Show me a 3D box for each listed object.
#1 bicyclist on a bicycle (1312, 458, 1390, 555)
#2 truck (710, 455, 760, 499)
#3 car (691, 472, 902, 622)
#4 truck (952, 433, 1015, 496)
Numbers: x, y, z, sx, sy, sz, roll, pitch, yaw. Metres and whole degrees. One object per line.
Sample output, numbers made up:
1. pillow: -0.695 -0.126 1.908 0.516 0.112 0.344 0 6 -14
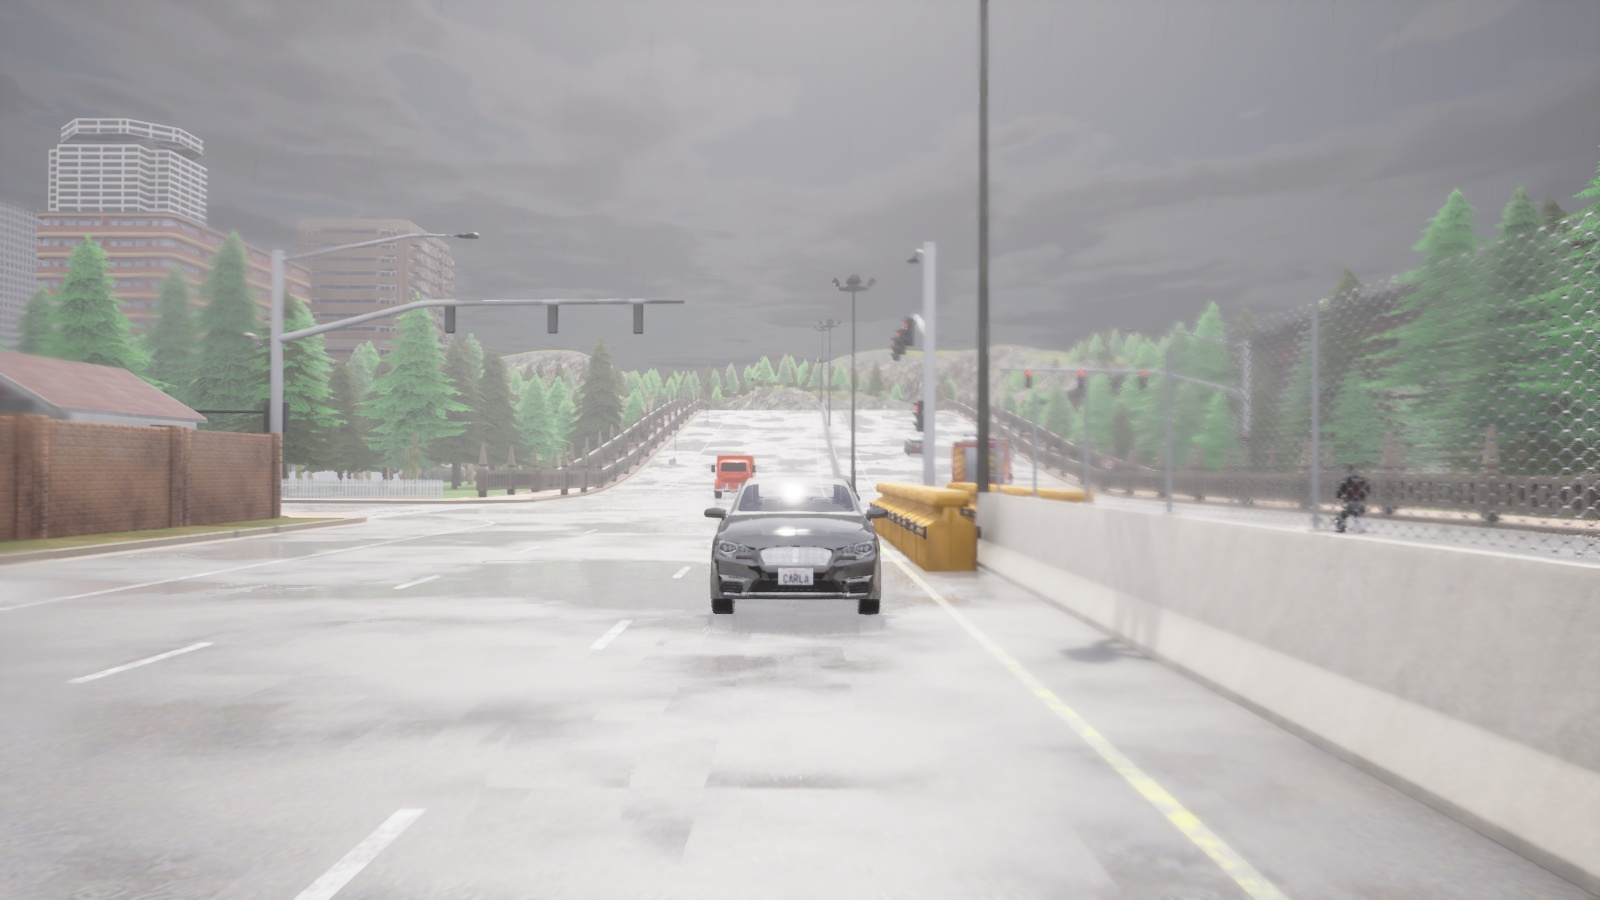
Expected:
1. bicyclist on a bicycle: 10.440 1.043 23.871 0.659 1.776 1.843 0 -1 0
2. truck: -3.684 1.539 72.063 2.627 2.467 5.204 0 -1 0
3. car: -0.038 1.025 15.126 2.128 1.511 4.902 0 -1 0
4. truck: 11.830 0.815 80.280 2.891 3.827 8.468 0 1 16
